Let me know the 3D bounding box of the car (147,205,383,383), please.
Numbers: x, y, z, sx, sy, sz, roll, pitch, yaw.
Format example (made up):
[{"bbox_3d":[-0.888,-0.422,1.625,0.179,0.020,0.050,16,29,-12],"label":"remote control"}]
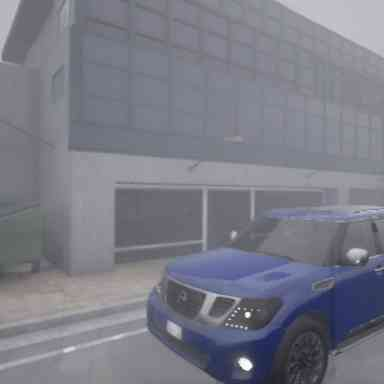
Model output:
[{"bbox_3d":[2.047,1.262,5.452,5.566,2.045,2.150,1,0,-35],"label":"car"}]
